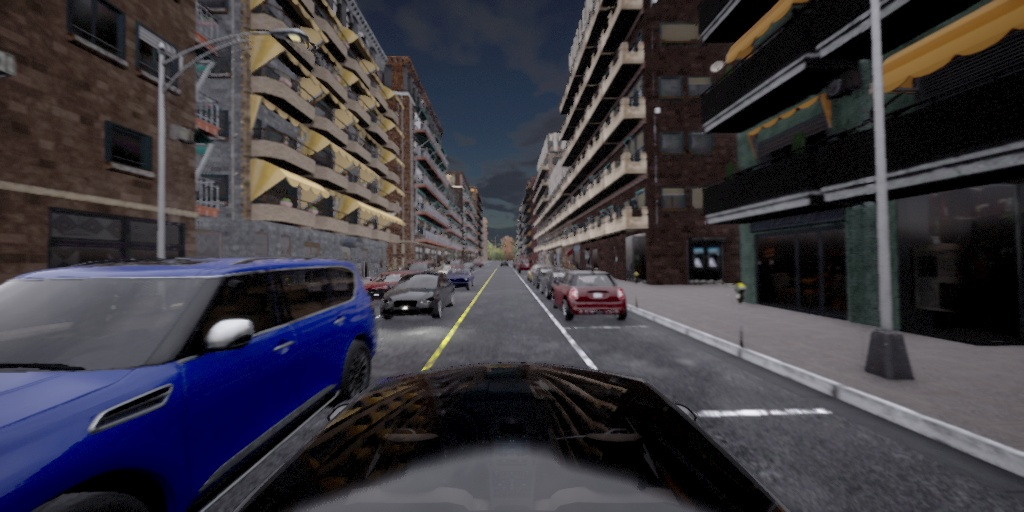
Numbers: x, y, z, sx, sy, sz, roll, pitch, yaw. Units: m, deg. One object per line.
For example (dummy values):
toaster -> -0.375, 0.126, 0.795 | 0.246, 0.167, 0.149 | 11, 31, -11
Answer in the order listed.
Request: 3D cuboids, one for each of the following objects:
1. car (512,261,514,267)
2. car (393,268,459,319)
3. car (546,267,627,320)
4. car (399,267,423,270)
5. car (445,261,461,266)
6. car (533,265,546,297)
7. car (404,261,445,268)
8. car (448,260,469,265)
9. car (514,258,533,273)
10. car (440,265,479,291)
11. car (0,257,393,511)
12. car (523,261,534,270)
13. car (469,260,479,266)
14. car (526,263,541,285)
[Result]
car -> 1.546, 1.545, 57.108 | 2.007, 1.370, 4.403 | 0, 0, -1
car -> -3.308, 1.363, 13.340 | 1.837, 1.490, 4.892 | -1, -1, -1
car -> 2.510, 1.204, 12.577 | 1.967, 1.591, 4.097 | 0, 0, -1
car -> -5.989, 1.466, 17.995 | 1.888, 1.381, 4.507 | 0, 0, -1
car -> -6.347, 1.531, 34.524 | 1.751, 1.417, 4.829 | 0, 0, -1
car -> 2.390, 1.342, 18.143 | 2.007, 1.370, 4.403 | 0, 0, -1
car -> -6.110, 1.263, 23.561 | 2.192, 1.841, 5.009 | 0, 0, -1
car -> -6.471, 1.350, 40.260 | 2.192, 1.841, 5.009 | 0, 0, -1
car -> 1.787, 1.250, 45.975 | 2.192, 1.841, 5.009 | 0, 0, -1
car -> -3.522, 1.511, 23.758 | 1.895, 1.301, 4.718 | -1, 0, -1
car -> -3.098, 1.029, 3.321 | 2.150, 2.045, 5.566 | -1, 0, -1
car -> 2.145, 1.374, 29.446 | 1.751, 1.417, 4.829 | 0, 0, -1
car -> -6.833, 1.689, 56.960 | 1.948, 1.339, 4.313 | 0, 0, -1
car -> 2.270, 1.371, 23.709 | 2.007, 1.370, 4.403 | 0, 0, -1
